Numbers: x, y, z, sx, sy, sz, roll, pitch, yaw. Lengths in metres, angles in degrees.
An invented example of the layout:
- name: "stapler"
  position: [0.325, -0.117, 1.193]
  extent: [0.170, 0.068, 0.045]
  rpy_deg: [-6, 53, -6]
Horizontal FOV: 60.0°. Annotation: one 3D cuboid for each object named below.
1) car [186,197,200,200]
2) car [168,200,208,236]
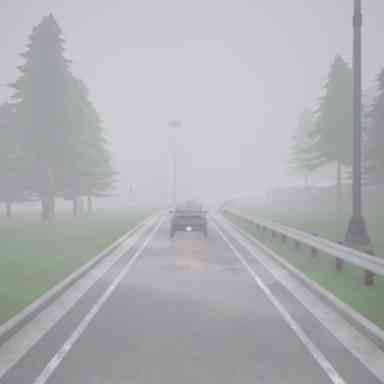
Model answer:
- name: "car"
  position: [0.110, 1.287, 36.636]
  extent: [1.812, 1.442, 4.674]
  rpy_deg: [0, 1, 6]
- name: "car"
  position: [-0.187, 1.391, 17.621]
  extent: [1.837, 1.490, 4.892]
  rpy_deg: [0, 1, -1]
